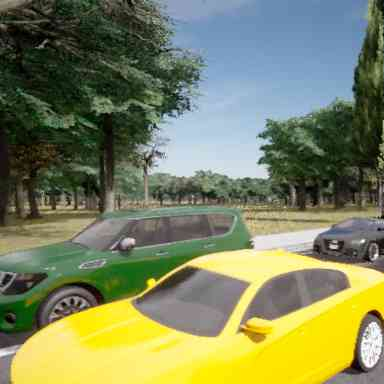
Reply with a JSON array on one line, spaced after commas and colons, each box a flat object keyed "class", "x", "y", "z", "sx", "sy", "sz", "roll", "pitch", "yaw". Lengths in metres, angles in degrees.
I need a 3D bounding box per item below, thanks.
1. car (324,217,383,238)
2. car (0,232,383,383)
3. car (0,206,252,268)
[{"class": "car", "x": 6.435, "y": 1.677, "z": 12.579, "sx": 4.181, "sy": 1.385, "sz": 1.994, "roll": 0, "pitch": -1, "yaw": -37}, {"class": "car", "x": 0.573, "y": 1.542, "z": 4.107, "sx": 5.008, "sy": 1.535, "sz": 1.882, "roll": 0, "pitch": -1, "yaw": -37}, {"class": "car", "x": -1.070, "y": 1.357, "z": 6.947, "sx": 5.566, "sy": 2.045, "sz": 2.150, "roll": 0, "pitch": -1, "yaw": -37}]
